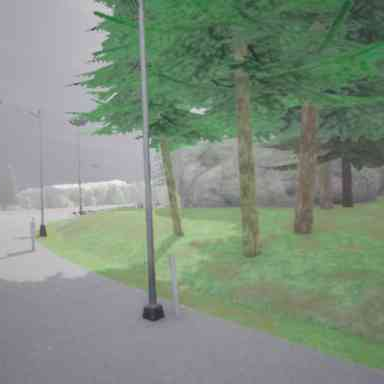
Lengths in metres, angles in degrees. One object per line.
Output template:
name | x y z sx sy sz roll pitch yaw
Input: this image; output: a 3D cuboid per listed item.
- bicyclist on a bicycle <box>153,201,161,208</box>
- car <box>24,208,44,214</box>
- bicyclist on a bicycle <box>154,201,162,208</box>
bicyclist on a bicycle | -7.508 2.653 69.792 1.656 1.620 0.582 -2 -1 11
car | -40.600 4.854 85.706 1.812 1.442 4.674 -3 -2 18
bicyclist on a bicycle | -7.203 2.660 70.737 1.656 1.620 0.582 -3 -3 39
